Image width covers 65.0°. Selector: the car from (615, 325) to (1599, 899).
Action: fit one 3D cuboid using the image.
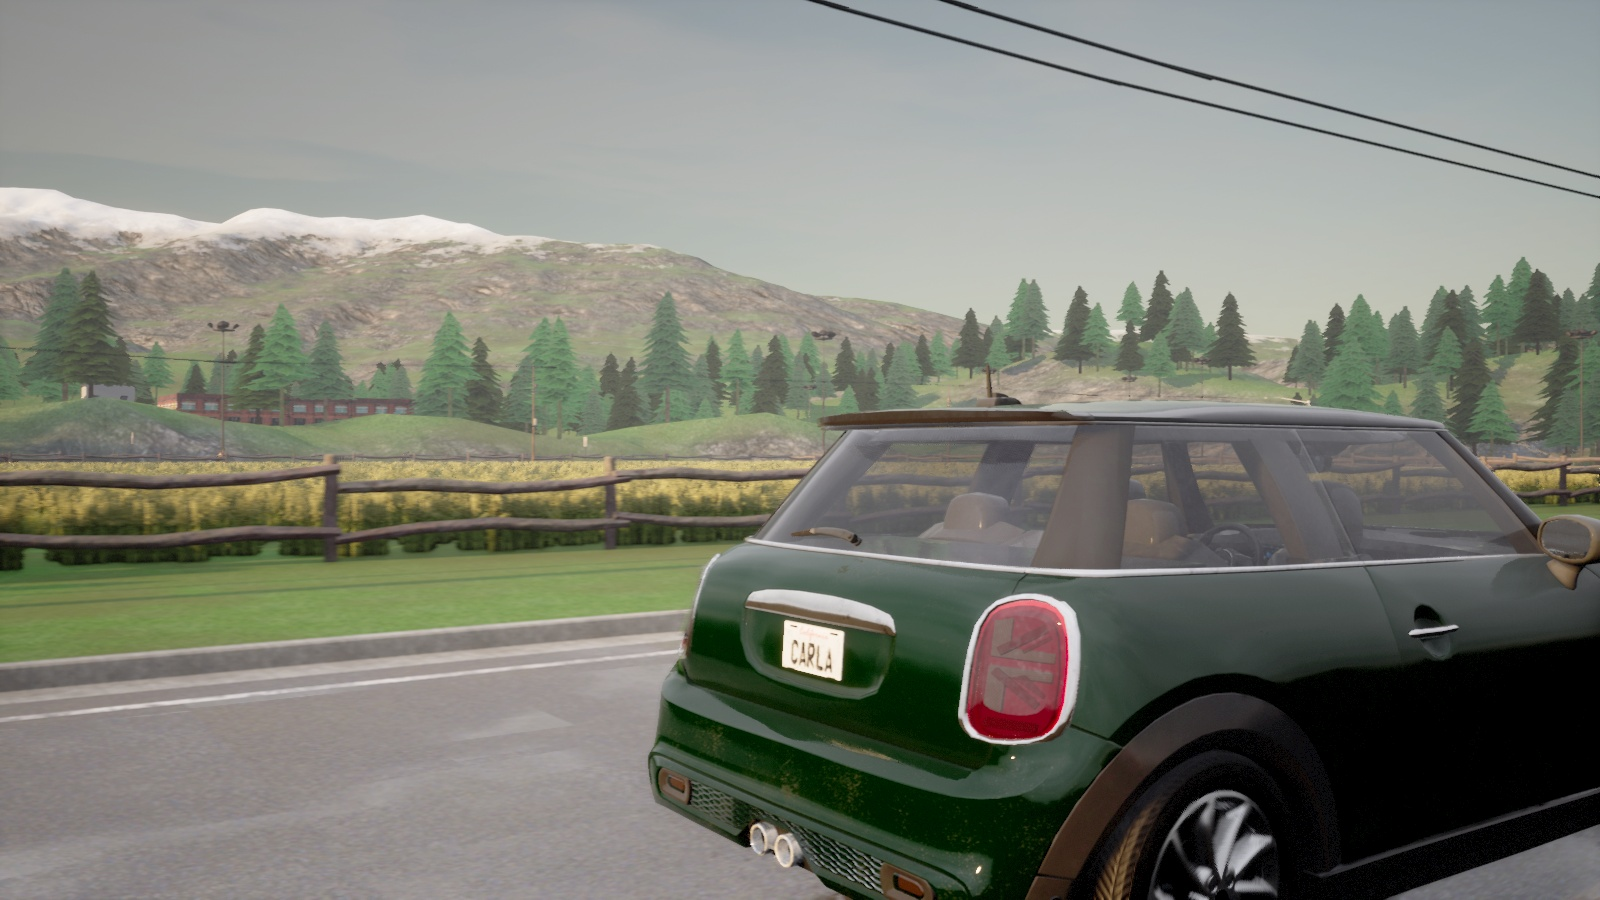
[{"bbox_3d":[1.809,0.612,4.918,4.553,1.767,2.097,0,0,-35],"label":"car"}]
